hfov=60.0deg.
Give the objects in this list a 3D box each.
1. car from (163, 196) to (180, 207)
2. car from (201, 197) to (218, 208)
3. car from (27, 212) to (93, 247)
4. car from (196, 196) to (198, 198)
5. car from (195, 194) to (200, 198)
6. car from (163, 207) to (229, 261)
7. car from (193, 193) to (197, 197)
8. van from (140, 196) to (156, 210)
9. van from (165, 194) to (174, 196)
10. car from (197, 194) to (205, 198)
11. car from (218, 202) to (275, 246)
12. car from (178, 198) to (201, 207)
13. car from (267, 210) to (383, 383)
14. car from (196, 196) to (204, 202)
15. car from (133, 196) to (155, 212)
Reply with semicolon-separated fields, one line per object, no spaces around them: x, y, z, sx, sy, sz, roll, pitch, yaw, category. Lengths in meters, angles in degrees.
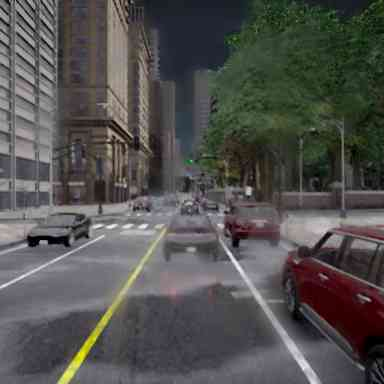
-3.564;1.728;53.959;2.033;1.411;5.357;0;0;0;car
2.380;1.712;41.962;1.947;1.339;4.313;0;0;-1;car
-5.898;1.632;15.343;1.947;1.339;4.313;0;0;-1;car
2.178;1.783;63.642;1.802;1.307;4.206;0;0;-1;car
2.127;1.757;69.062;1.887;1.381;4.507;0;0;-1;car
-0.030;1.546;12.565;2.128;1.511;4.902;0;0;0;car
2.027;1.547;79.903;2.192;1.841;5.009;0;0;-1;car
-6.195;1.505;47.322;1.690;1.788;3.998;0;0;-1;van
-6.600;1.594;90.683;1.690;1.788;3.998;0;0;-1;van
2.279;1.615;52.802;1.967;1.590;4.097;0;0;-1;car
2.627;1.378;15.405;2.192;1.841;5.009;0;0;-1;car
-0.231;1.654;35.607;1.812;1.442;4.674;0;0;0;car
2.730;1.334;4.432;2.192;1.841;5.009;0;0;-1;car
1.974;1.766;85.493;1.752;1.417;4.829;0;0;-1;car
-6.145;1.464;41.902;2.192;1.841;5.009;0;0;-1;car
